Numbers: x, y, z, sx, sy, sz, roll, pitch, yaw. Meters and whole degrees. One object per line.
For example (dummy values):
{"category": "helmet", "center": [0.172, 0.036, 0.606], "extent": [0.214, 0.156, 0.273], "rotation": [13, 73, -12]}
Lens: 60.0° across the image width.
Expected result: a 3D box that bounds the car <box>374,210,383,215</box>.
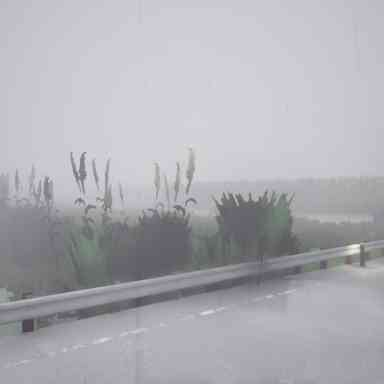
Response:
{"category": "car", "center": [15.228, 1.692, 22.951], "extent": [1.882, 1.535, 5.008], "rotation": [-1, 0, -31]}
